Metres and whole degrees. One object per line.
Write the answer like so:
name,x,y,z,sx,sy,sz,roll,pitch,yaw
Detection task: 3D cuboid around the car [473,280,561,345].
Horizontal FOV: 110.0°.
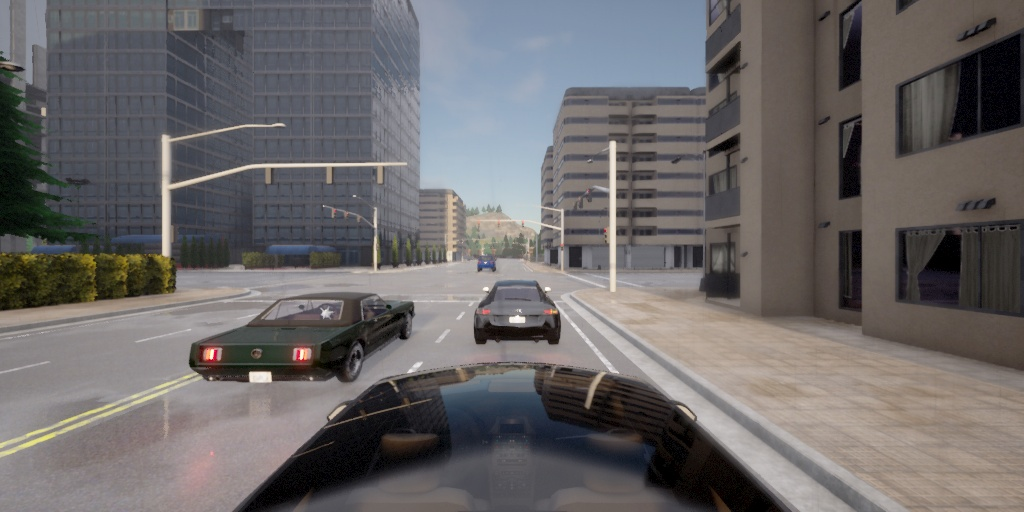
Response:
car,0.130,1.312,9.545,1.994,1.385,4.181,0,0,1

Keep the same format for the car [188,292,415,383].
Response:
car,-3.381,1.350,7.067,1.895,1.301,4.718,0,0,0

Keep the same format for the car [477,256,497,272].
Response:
car,-3.212,0.963,46.270,2.150,2.045,5.566,0,0,0
